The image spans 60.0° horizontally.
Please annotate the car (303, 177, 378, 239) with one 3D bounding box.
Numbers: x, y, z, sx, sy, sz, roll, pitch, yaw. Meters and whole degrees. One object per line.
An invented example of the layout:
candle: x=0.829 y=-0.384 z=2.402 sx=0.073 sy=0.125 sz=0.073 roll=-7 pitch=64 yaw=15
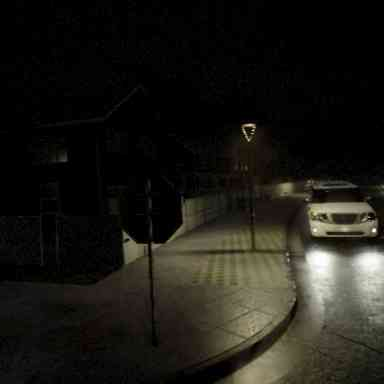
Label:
car: x=5.801 y=0.666 z=13.530 sx=2.150 sy=2.045 sz=5.566 roll=-2 pitch=4 yaw=17
